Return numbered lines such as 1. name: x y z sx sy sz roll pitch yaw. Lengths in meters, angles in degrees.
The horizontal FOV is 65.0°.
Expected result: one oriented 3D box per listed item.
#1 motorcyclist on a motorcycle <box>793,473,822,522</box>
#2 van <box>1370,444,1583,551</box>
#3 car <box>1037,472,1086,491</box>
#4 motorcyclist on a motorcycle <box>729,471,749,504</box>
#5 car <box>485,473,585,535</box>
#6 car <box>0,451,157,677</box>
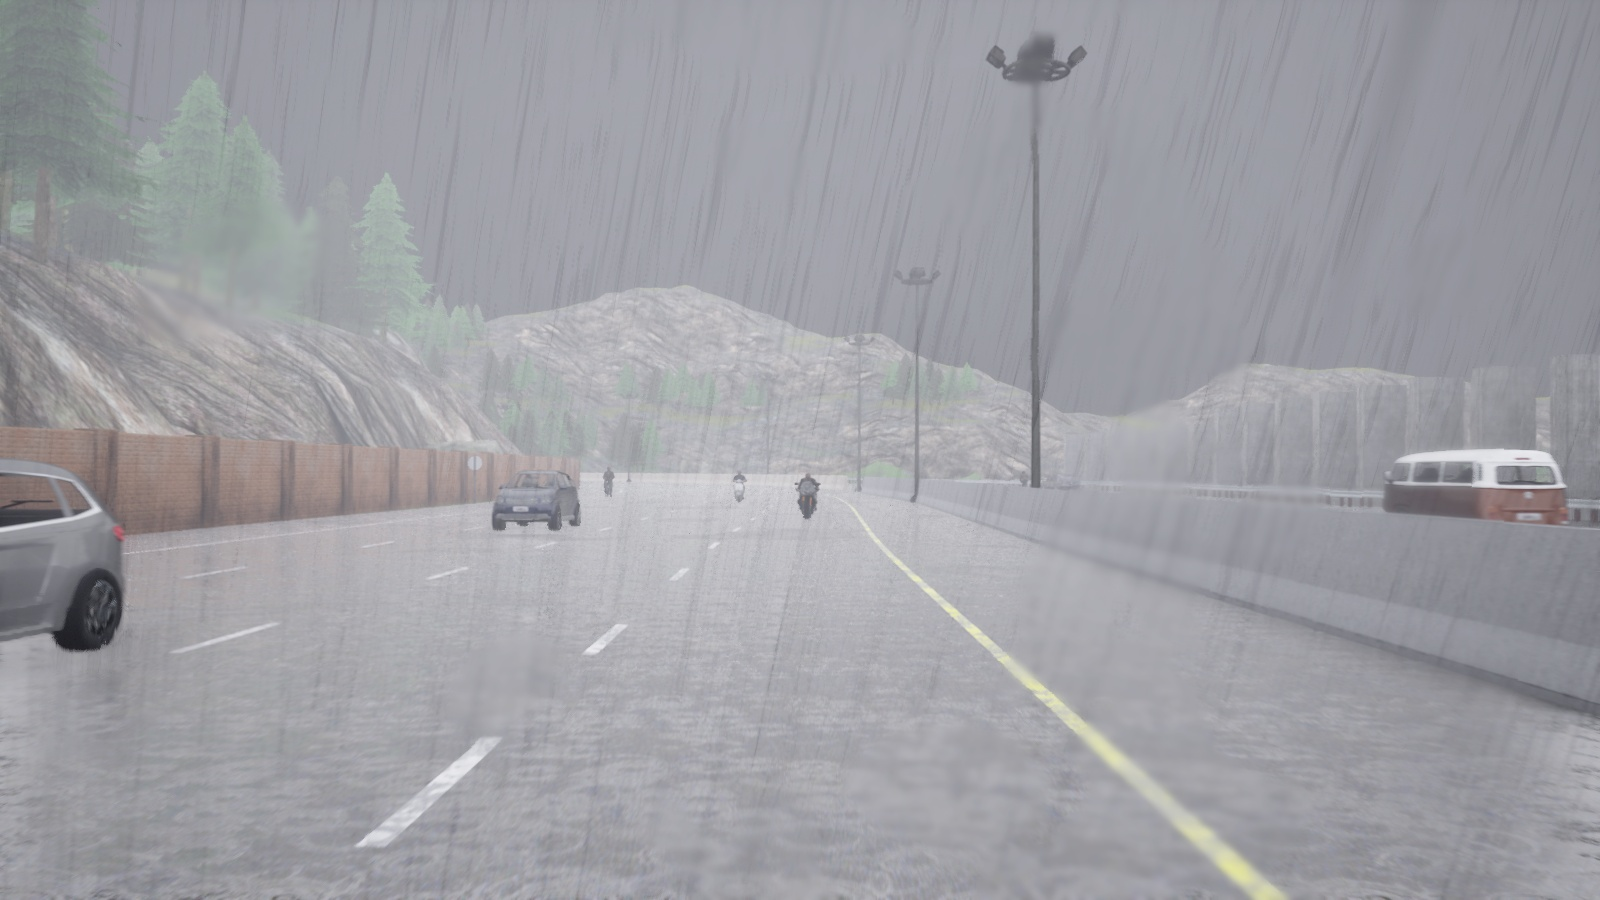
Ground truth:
1. motorcyclist on a motorcycle: 0.252 1.529 40.751 0.866 1.530 2.191 0 -1 2
2. van: 13.971 0.924 26.290 2.069 2.038 4.480 0 -1 0
3. car: 19.959 2.389 96.170 2.033 1.411 5.357 0 -1 -7
4. motorcyclist on a motorcycle: -2.959 1.806 61.372 0.866 1.590 1.817 0 -1 0
5. car: -6.927 1.375 33.209 1.789 1.549 3.705 0 -1 1
6. car: -7.025 0.842 9.227 2.242 1.667 4.611 0 -1 0
